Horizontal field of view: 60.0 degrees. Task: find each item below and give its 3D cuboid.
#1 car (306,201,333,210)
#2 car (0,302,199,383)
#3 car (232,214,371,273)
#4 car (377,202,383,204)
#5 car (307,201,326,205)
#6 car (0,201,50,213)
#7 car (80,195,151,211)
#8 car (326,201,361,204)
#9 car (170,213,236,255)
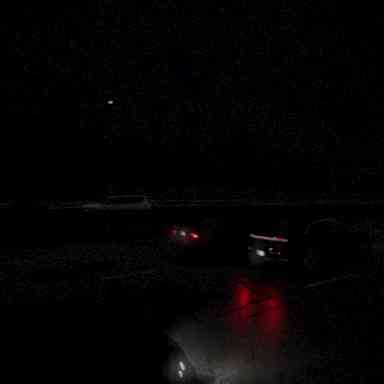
[{"bbox_3d":[20.267,2.085,52.772,4.181,1.385,1.994,1,-1,-35],"label":"car"},{"bbox_3d":[-1.961,1.564,2.471,4.181,1.385,1.994,0,0,-35],"label":"car"},{"bbox_3d":[3.931,1.528,10.847,4.902,1.511,2.128,0,0,-35],"label":"car"},{"bbox_3d":[29.294,2.214,50.595,4.181,1.385,1.994,1,-1,-35],"label":"car"},{"bbox_3d":[17.825,1.938,46.760,4.674,1.442,1.812,1,-1,-35],"label":"car"},{"bbox_3d":[-14.622,1.524,27.954,4.892,1.490,1.837,0,0,-35],"label":"car"},{"bbox_3d":[-5.817,1.264,25.633,5.566,2.045,2.150,0,0,-35],"label":"car"},{"bbox_3d":[17.992,1.833,38.291,4.892,1.490,1.837,1,-1,-35],"label":"car"},{"bbox_3d":[1.735,1.584,13.572,5.357,1.411,2.033,0,0,-35],"label":"car"}]
